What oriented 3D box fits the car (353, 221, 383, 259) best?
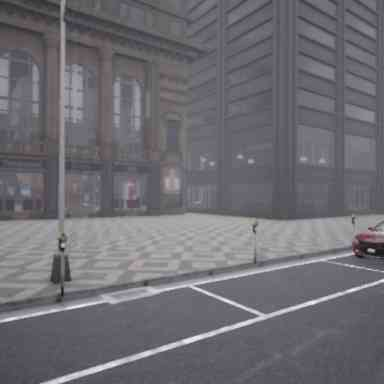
[{"bbox_3d":[7.564,1.634,11.933,4.507,1.381,1.887,0,0,-36],"label":"car"}]
